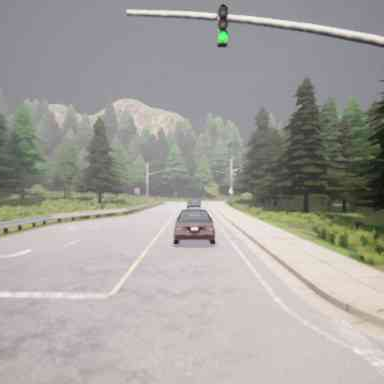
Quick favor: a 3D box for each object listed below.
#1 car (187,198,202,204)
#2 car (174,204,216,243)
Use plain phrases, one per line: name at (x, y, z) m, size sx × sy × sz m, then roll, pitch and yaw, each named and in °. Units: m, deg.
car at (0.289, 1.493, 43.044) m, size 2.033 × 1.411 × 5.357 m, roll 0°, pitch 0°, yaw 2°
car at (0.109, 1.517, 15.782) m, size 2.033 × 1.411 × 5.357 m, roll 0°, pitch 0°, yaw 0°
